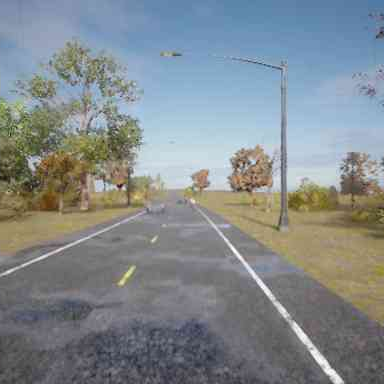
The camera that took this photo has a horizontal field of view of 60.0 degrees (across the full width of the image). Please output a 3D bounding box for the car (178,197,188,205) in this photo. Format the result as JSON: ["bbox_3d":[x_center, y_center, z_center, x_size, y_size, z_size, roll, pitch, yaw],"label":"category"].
[{"bbox_3d":[-1.822,1.896,70.789,2.128,1.511,4.902,0,0,-3],"label":"car"}]

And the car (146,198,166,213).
[{"bbox_3d":[-4.159,1.561,39.176,2.097,1.767,4.553,0,0,-2],"label":"car"}]

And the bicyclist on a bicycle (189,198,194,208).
[{"bbox_3d":[-0.098,1.723,54.378,0.866,1.612,1.509,0,0,-2],"label":"bicyclist on a bicycle"}]

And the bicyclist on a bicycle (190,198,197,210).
[{"bbox_3d":[0.234,1.672,44.427,0.866,1.612,1.509,0,0,-2],"label":"bicyclist on a bicycle"}]

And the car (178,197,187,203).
[{"bbox_3d":[-2.371,1.908,81.281,1.994,1.385,4.181,0,0,-3],"label":"car"}]
